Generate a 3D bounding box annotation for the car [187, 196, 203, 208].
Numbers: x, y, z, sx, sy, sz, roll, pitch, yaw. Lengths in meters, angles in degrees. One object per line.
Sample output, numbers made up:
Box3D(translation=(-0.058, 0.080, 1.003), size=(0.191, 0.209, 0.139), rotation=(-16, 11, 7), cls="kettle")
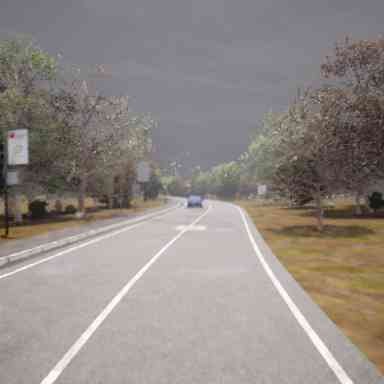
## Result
Box3D(translation=(0.409, 1.245, 43.029), size=(1.882, 1.535, 5.008), rotation=(0, 0, 4), cls="car")
